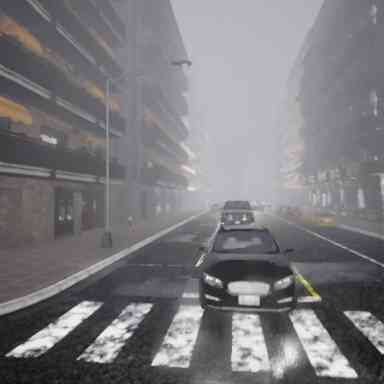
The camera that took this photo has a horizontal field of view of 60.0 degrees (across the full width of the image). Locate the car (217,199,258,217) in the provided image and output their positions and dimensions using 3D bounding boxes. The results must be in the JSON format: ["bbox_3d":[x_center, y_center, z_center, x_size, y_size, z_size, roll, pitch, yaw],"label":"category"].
[{"bbox_3d":[3.145,1.571,23.050,2.150,2.045,5.566,0,-1,7],"label":"car"}]

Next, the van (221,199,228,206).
[{"bbox_3d":[8.483,2.752,86.464,1.690,1.788,3.998,0,-1,7],"label":"van"}]

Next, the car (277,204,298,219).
[{"bbox_3d":[10.462,2.061,34.841,1.887,1.381,4.507,0,-1,7],"label":"car"}]

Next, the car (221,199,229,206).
[{"bbox_3d":[9.186,2.829,92.080,2.192,1.841,5.009,0,-1,7],"label":"car"}]

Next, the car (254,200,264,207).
[{"bbox_3d":[16.092,2.707,79.781,1.967,1.590,4.097,0,-1,7],"label":"car"}]

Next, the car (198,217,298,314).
[{"bbox_3d":[1.277,1.614,8.116,2.128,1.511,4.902,0,-1,7],"label":"car"}]

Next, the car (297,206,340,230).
[{"bbox_3d":[9.076,1.864,23.776,1.752,1.417,4.829,0,-1,7],"label":"car"}]

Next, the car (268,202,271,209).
[{"bbox_3d":[13.982,2.535,62.928,2.008,1.369,4.403,0,-1,7],"label":"car"}]

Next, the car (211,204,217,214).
[{"bbox_3d":[3.557,2.332,47.136,1.802,1.307,4.206,0,-1,7],"label":"car"}]

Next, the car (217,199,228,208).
[{"bbox_3d":[6.372,2.440,69.612,2.192,1.841,5.009,0,-1,7],"label":"car"}]

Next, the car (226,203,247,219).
[{"bbox_3d":[4.845,2.051,36.442,2.128,1.511,4.902,0,-1,7],"label":"car"}]

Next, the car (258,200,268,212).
[{"bbox_3d":[9.815,2.278,50.493,2.128,1.511,4.902,0,-1,7],"label":"car"}]

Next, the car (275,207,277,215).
[{"bbox_3d":[11.166,2.154,40.457,1.887,1.381,4.507,0,-1,7],"label":"car"}]

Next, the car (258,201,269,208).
[{"bbox_3d":[14.686,2.629,68.546,2.008,1.369,4.403,0,-1,7],"label":"car"}]

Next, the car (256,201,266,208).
[{"bbox_3d":[15.389,2.716,74.164,1.887,1.381,4.507,0,-1,7],"label":"car"}]

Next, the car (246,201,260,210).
[{"bbox_3d":[11.101,2.449,60.774,2.128,1.511,4.902,0,-1,7],"label":"car"}]
